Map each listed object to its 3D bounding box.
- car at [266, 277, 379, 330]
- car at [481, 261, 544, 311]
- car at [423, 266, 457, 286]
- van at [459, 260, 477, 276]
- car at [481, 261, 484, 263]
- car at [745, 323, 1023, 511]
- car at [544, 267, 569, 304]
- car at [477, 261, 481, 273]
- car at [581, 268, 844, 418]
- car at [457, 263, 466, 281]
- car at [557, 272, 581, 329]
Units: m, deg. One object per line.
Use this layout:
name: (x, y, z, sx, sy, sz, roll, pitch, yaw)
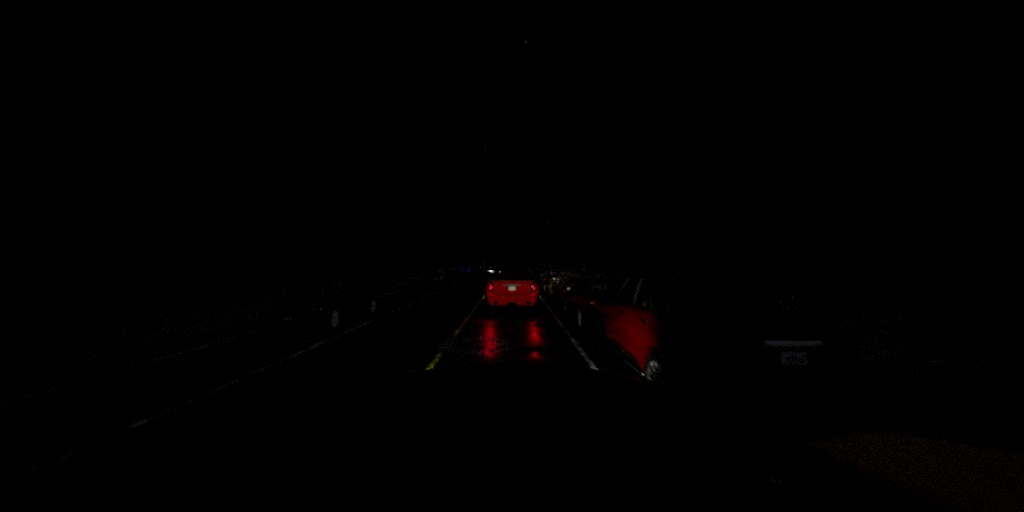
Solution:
car: (-5.764, 1.390, 11.468, 1.888, 1.381, 4.507, 0, 0, 0)
car: (0.021, 1.233, 15.282, 2.097, 1.767, 4.553, 0, -1, 0)
car: (-5.765, 1.591, 28.273, 1.802, 1.307, 4.207, 0, 0, 0)
van: (-5.767, 1.516, 45.079, 1.690, 1.789, 3.998, 0, 0, 0)
car: (-5.768, 1.869, 56.282, 1.802, 1.307, 4.207, 0, 0, 0)
car: (2.762, 1.262, 0.453, 1.751, 1.417, 4.829, 0, 0, 0)
car: (2.761, 1.425, 17.258, 1.751, 1.417, 4.829, 0, 0, 0)
car: (-5.767, 1.756, 50.510, 1.751, 1.417, 4.829, 0, 0, 0)
car: (2.762, 1.105, 5.884, 2.192, 1.841, 5.009, 0, 0, 0)
car: (-5.766, 1.646, 33.875, 1.802, 1.307, 4.207, 0, 0, 0)
car: (2.761, 1.390, 11.486, 1.888, 1.381, 4.507, 0, 0, 0)
